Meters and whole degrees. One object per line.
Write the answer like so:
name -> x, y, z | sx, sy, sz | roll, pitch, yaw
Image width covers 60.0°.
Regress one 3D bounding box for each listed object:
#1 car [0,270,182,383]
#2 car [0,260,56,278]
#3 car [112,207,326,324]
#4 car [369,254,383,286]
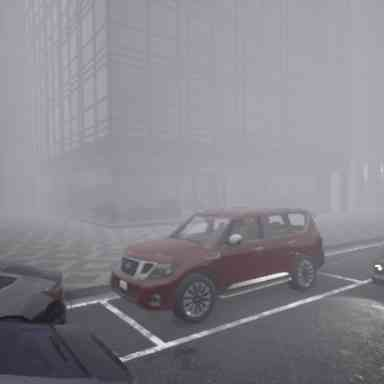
car -> -2.304, 1.570, 1.722 | 4.181, 1.385, 1.994 | 0, 0, -36
car -> -3.763, 1.571, 3.977 | 4.313, 1.339, 1.947 | 0, -1, -35
car -> 0.850, 1.284, 7.272 | 5.009, 1.841, 2.192 | 0, -1, -35
car -> 6.435, 1.484, 7.964 | 5.357, 1.411, 2.033 | 0, 0, -35
